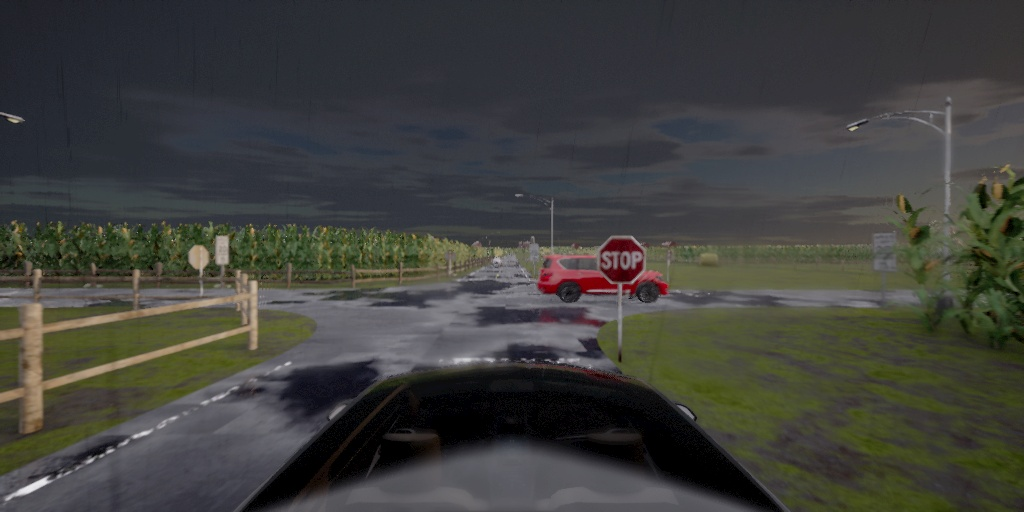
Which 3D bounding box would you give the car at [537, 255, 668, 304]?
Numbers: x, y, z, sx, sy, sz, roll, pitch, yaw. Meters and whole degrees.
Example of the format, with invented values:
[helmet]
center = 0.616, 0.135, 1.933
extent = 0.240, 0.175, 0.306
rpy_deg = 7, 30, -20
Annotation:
[car]
center = 3.882, 0.969, 15.884
extent = 5.566, 2.045, 2.150
rpy_deg = 0, 1, -1
